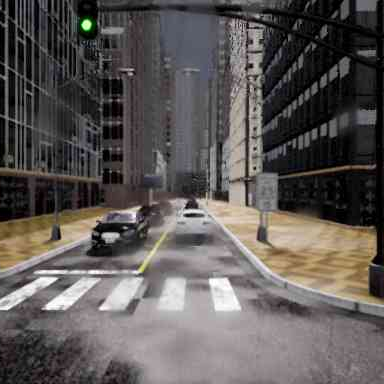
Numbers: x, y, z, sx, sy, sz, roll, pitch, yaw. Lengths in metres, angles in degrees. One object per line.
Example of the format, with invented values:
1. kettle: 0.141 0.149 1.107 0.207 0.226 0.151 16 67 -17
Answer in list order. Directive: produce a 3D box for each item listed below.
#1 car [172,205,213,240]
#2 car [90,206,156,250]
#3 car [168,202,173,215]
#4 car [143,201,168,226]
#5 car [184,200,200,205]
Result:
1. car: 0.098 1.644 17.802 1.812 1.442 4.674 0 0 0
2. car: -3.088 1.580 14.931 2.128 1.511 4.902 0 0 0
3. car: -3.088 1.790 36.906 1.812 1.442 4.674 0 0 0
4. car: -3.096 1.675 25.312 1.837 1.490 4.892 0 0 0
5. car: -0.003 1.849 45.639 1.837 1.490 4.892 0 0 0
